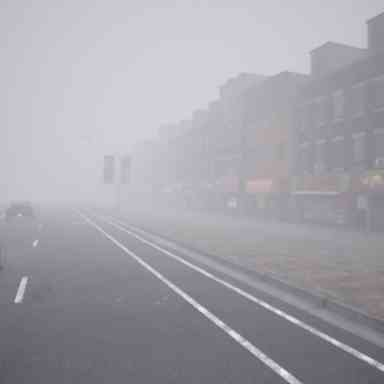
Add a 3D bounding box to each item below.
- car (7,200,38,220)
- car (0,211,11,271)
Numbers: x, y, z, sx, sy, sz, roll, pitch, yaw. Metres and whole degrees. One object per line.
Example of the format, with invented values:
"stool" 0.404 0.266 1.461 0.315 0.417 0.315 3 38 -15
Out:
"car" -13.508 1.420 26.476 1.837 1.490 4.892 0 0 -23
"car" -5.498 1.449 7.509 1.882 1.535 5.008 0 0 -23
